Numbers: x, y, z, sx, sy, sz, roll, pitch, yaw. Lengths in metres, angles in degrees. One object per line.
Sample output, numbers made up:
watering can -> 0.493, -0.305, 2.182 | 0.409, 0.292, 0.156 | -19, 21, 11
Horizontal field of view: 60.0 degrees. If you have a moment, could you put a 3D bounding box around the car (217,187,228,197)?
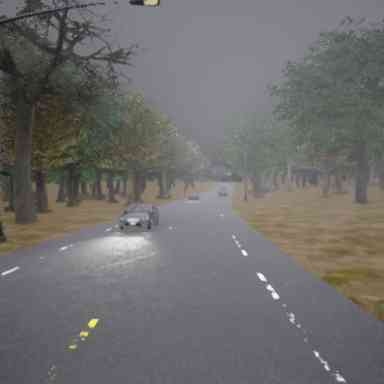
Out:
car -> 7.532, 0.269, 79.973 | 2.097, 1.767, 4.553 | 0, 1, 7

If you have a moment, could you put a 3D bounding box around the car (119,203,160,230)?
car -> -3.107, 1.422, 20.490 | 2.128, 1.511, 4.902 | 0, 0, 3

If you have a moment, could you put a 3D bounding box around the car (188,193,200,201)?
car -> 0.475, 0.929, 62.122 | 2.033, 1.411, 5.357 | 0, 1, 8
